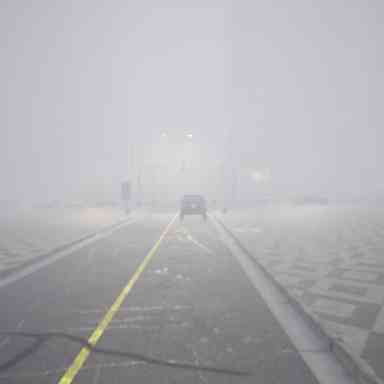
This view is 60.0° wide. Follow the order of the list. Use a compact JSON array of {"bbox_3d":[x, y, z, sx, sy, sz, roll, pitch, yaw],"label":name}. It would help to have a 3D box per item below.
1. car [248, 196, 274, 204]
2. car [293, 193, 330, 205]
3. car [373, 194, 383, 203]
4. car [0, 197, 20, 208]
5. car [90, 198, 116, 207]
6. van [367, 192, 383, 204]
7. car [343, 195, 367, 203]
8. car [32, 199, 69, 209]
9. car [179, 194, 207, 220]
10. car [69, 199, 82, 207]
[{"bbox_3d":[11.802,1.360,56.752,4.403,1.369,2.008,-1,1,0],"label":"car"},{"bbox_3d":[17.241,1.044,48.221,5.009,1.841,2.192,-1,1,0],"label":"car"},{"bbox_3d":[33.637,1.068,56.737,4.403,1.369,2.008,-1,1,0],"label":"car"},{"bbox_3d":[-32.041,1.784,56.683,5.009,1.841,2.192,-1,1,0],"label":"car"},{"bbox_3d":[-15.106,1.767,56.675,4.313,1.339,1.947,-1,1,0],"label":"car"},{"bbox_3d":[28.161,0.924,48.213,3.998,1.788,1.690,-1,1,0],"label":"van"},{"bbox_3d":[28.179,1.133,56.740,4.507,1.381,1.887,-1,1,0],"label":"car"},{"bbox_3d":[-20.764,1.834,48.155,4.403,1.369,2.008,-1,1,0],"label":"car"},{"bbox_3d":[0.116,1.214,28.190,2.150,2.045,5.566,0,0,0],"label":"car"},{"bbox_3d":[-20.919,1.817,56.679,4.829,1.417,1.752,-1,1,0],"label":"car"}]
